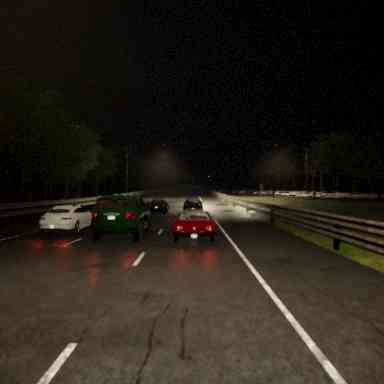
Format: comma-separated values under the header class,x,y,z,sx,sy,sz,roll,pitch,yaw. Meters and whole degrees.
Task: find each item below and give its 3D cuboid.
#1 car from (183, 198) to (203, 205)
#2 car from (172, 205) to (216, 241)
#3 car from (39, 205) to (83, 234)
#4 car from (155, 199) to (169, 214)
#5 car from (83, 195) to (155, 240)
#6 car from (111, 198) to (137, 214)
class,x,y,z,sx,sy,sz,roll,pitch,yaw
car,0.102,1.339,33.260,2.128,1.511,4.902,0,1,0
car,0.101,1.551,16.250,1.895,1.301,4.718,0,0,0
car,-6.885,1.466,18.670,1.812,1.442,4.674,0,0,0
car,-3.397,1.406,33.824,1.994,1.385,4.181,0,1,0
car,-3.398,1.170,16.716,2.150,2.045,5.566,0,0,0
car,-6.910,1.364,34.251,1.812,1.442,4.674,0,1,0
